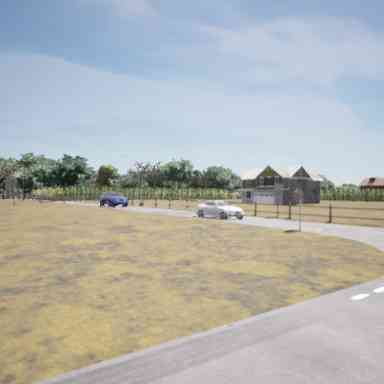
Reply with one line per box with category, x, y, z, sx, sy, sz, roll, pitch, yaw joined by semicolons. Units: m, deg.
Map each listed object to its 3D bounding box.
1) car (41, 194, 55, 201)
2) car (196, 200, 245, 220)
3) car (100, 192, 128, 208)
car;-36.936;1.568;86.460;2.128;1.511;4.902;2;-2;-35
car;2.159;1.409;26.602;1.812;1.442;4.674;2;-1;-35
car;-10.465;1.032;44.407;2.150;2.045;5.566;2;-1;-35
